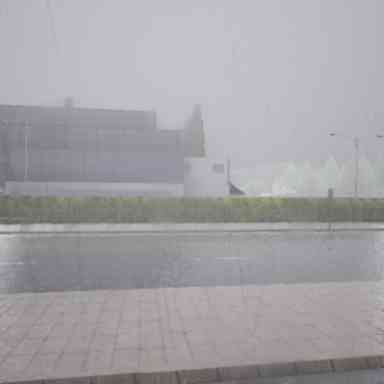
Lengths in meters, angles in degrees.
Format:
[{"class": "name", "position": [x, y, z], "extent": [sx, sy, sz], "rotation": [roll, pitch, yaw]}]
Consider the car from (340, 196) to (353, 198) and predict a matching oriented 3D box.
[{"class": "car", "position": [36.565, 1.995, 79.821], "extent": [2.150, 2.045, 5.566], "rotation": [1, 0, -9]}]
